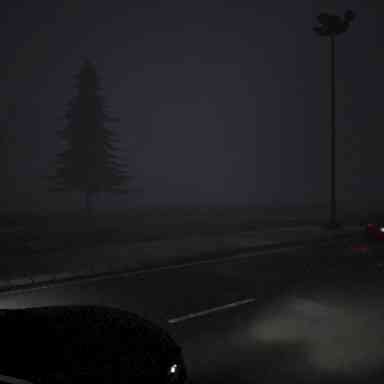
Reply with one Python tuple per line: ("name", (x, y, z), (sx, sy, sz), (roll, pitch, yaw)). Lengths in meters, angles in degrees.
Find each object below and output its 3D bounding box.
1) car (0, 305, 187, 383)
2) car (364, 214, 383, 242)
("car", (-2.263, 1.493, 2.133), (4.902, 1.511, 2.128), (0, 0, -36))
("car", (9.555, 1.529, 14.860), (4.181, 1.385, 1.994), (0, 0, -35))
